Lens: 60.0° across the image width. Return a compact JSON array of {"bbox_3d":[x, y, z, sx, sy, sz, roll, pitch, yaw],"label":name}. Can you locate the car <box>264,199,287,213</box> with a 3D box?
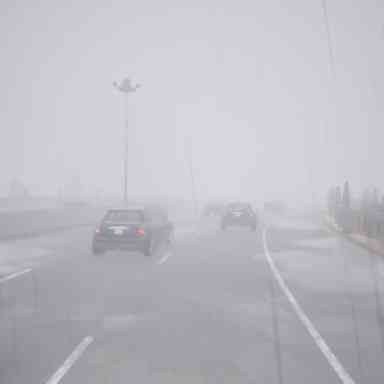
[{"bbox_3d":[9.631,1.547,38.265,1.882,1.535,5.008,0,0,26],"label":"car"}]

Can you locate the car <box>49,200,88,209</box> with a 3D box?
[{"bbox_3d":[-9.883,1.475,27.331,1.837,1.490,4.892,0,-1,17],"label":"car"}]

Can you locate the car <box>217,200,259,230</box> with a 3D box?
[{"bbox_3d":[3.209,1.381,21.503,2.097,1.767,4.553,0,0,14],"label":"car"}]

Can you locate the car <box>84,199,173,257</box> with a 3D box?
[{"bbox_3d":[-2.141,1.350,13.216,2.097,1.767,4.553,0,0,8],"label":"car"}]

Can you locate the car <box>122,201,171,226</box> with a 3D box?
[{"bbox_3d":[-3.190,1.504,24.622,1.837,1.490,4.892,0,0,15],"label":"car"}]

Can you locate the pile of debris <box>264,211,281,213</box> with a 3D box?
[{"bbox_3d":[9.111,2.243,37.730,1.500,0.140,1.860,0,0,27],"label":"pile of debris"}]

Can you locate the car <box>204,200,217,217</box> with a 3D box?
[{"bbox_3d":[2.492,1.536,30.691,1.837,1.490,4.892,0,0,20],"label":"car"}]
